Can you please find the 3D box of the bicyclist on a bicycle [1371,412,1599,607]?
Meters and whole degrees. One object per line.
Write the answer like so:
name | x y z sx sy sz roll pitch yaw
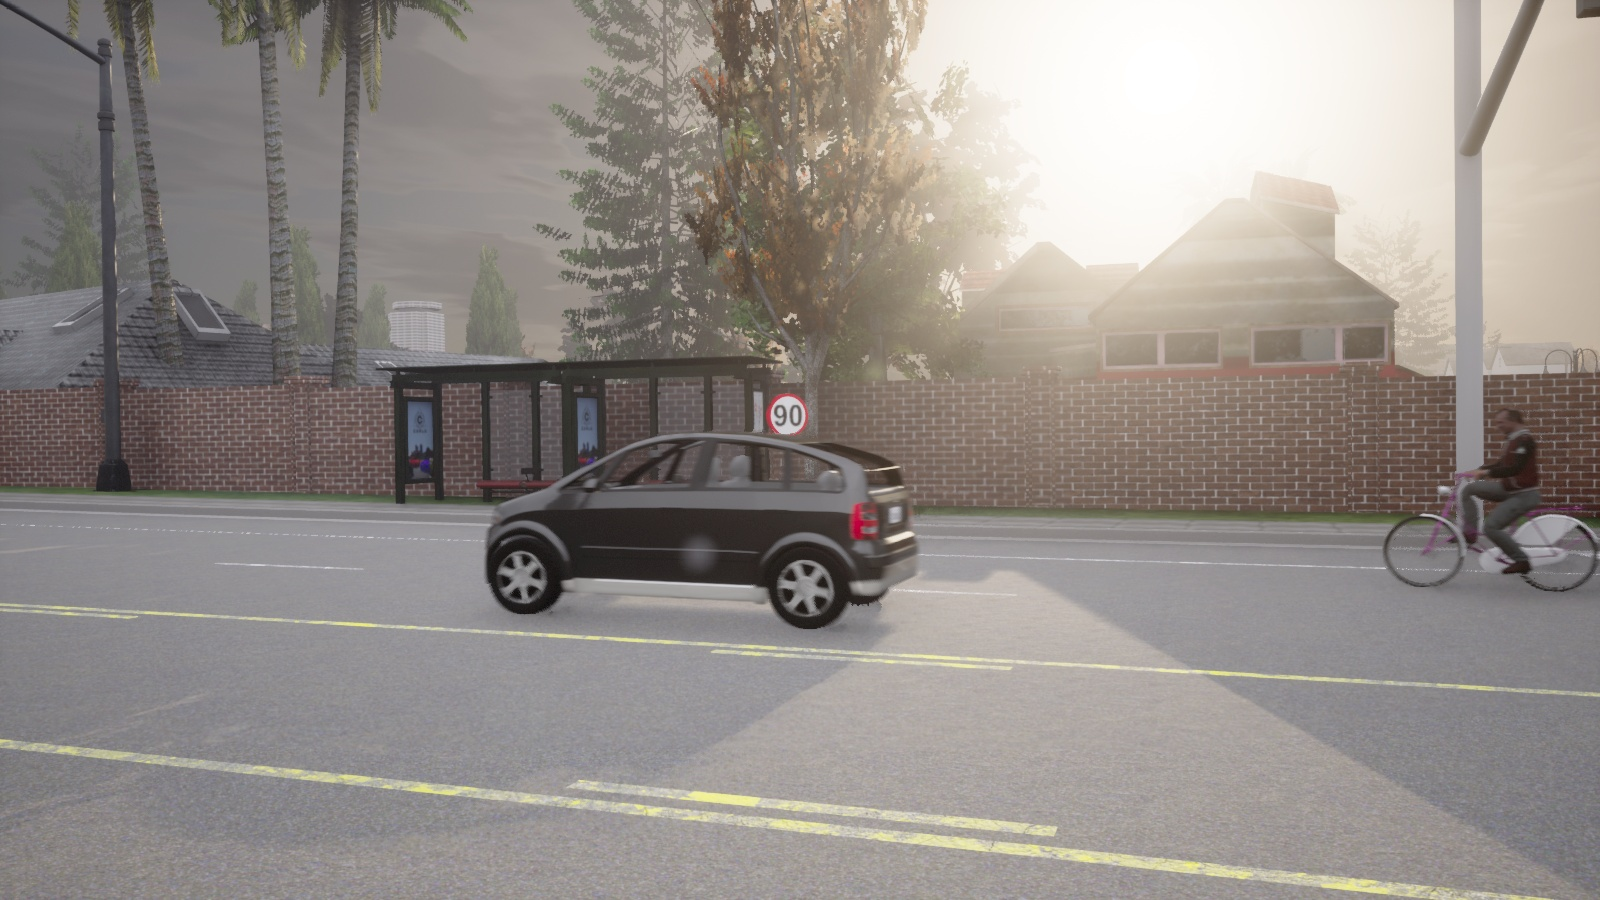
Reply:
bicyclist on a bicycle | 6.543 0.528 12.068 1.843 1.776 0.659 1 1 19

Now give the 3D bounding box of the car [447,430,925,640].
car | -0.944 0.617 10.895 3.705 1.549 1.789 1 1 19
